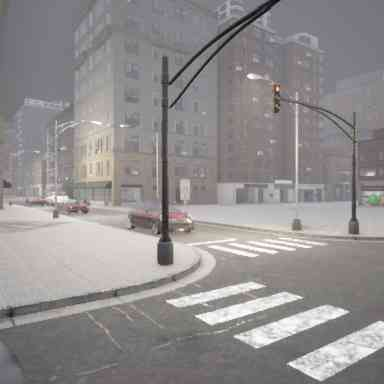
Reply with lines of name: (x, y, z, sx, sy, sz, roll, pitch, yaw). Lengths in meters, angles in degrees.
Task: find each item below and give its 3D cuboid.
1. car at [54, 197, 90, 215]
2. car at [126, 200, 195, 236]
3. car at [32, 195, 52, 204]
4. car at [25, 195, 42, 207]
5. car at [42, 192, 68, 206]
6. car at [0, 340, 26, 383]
car: (-11.276, 1.450, 31.481, 1.895, 1.301, 4.718, 0, 0, -35)
car: (-1.813, 1.279, 18.247, 2.097, 1.767, 4.553, 0, 0, -36)
car: (-25.515, 1.270, 56.491, 2.033, 1.411, 5.357, 0, 0, -35)
car: (-22.324, 1.363, 47.126, 1.895, 1.301, 4.718, 0, 0, -35)
car: (-19.536, 0.989, 48.131, 2.150, 2.045, 5.566, 0, 0, -36)
car: (-3.073, 1.478, 0.756, 5.008, 1.535, 1.882, 0, 0, -36)
